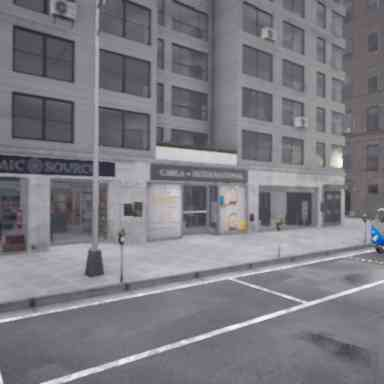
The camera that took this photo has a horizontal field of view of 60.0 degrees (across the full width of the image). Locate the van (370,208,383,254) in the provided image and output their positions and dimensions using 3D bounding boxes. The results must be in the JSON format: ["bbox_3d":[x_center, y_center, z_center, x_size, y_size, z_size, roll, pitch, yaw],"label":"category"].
[{"bbox_3d":[8.493,1.463,12.834,3.998,1.788,1.690,1,0,-36],"label":"van"}]
